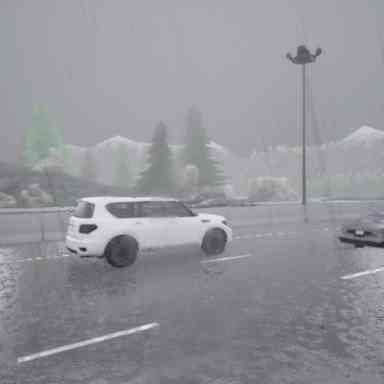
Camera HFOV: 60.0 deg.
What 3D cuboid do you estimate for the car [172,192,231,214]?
[{"bbox_3d":[0.994,0.997,33.006,5.566,2.045,2.150,0,0,-28],"label":"car"}]

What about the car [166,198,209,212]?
[{"bbox_3d":[-0.451,1.387,36.203,4.181,1.385,1.994,0,0,-28],"label":"car"}]

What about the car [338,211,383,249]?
[{"bbox_3d":[7.981,1.433,12.722,5.357,1.411,2.033,0,0,-29],"label":"car"}]

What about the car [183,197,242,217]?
[{"bbox_3d":[1.873,1.286,29.507,5.008,1.535,1.882,0,0,-28],"label":"car"}]

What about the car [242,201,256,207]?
[{"bbox_3d":[3.554,1.421,26.438,4.718,1.301,1.895,0,0,-28],"label":"car"}]

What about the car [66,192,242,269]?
[{"bbox_3d":[-1.257,1.157,11.180,5.566,2.045,2.150,0,0,-33],"label":"car"}]
